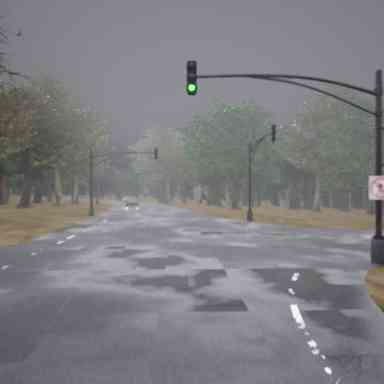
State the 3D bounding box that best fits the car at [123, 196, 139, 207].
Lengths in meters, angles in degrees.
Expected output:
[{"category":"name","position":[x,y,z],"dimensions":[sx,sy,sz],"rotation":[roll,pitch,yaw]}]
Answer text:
[{"category":"car","position":[-9.583,1.643,53.149],"dimensions":[1.837,1.490,4.892],"rotation":[0,0,-12]}]
